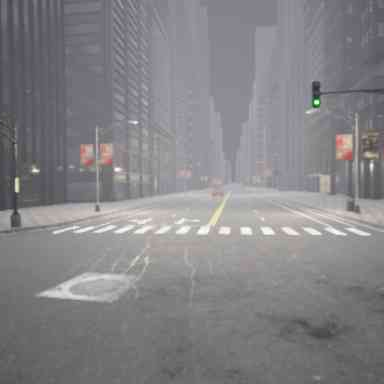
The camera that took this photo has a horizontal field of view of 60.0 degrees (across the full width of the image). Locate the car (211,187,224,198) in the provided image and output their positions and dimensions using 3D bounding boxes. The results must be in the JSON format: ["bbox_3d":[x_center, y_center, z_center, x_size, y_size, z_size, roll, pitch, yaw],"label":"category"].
[{"bbox_3d":[4.972,0.068,63.521,2.150,2.045,5.566,0,2,7],"label":"car"}]
